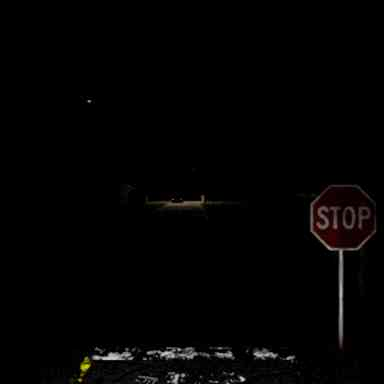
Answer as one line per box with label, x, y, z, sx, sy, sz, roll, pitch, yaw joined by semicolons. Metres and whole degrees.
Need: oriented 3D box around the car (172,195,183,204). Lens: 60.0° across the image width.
car;-2.900;1.431;67.145;2.097;1.767;4.553;0;0;0
